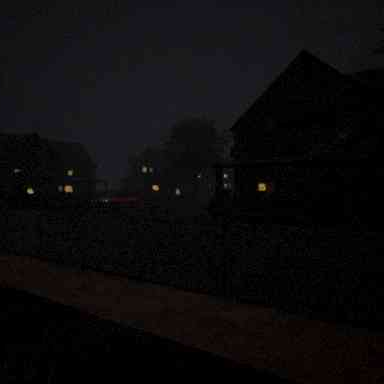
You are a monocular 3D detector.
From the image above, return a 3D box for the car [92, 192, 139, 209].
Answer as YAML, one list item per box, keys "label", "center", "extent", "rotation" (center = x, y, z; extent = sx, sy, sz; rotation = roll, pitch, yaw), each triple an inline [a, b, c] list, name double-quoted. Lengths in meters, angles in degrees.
- label: "car"
  center: [-7.101, 0.794, 30.620]
  extent: [2.097, 1.767, 4.553]
  rotation: [1, 2, 35]

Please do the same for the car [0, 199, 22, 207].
- label: "car"
  center: [-13.375, 1.223, 21.807]
  extent: [1.812, 1.442, 4.674]
  rotation: [1, 2, 35]

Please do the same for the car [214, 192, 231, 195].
- label: "car"
  center: [4.304, 0.549, 46.566]
  extent: [1.994, 1.385, 4.181]
  rotation: [1, 2, 36]
